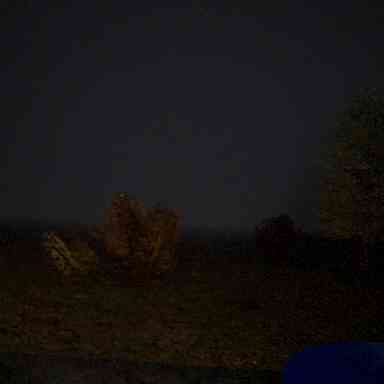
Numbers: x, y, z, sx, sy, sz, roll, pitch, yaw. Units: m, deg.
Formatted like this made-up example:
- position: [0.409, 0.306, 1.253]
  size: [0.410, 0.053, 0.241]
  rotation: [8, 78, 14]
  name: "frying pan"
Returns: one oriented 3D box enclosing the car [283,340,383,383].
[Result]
- position: [3.281, 1.845, 2.706]
  size: [5.008, 1.535, 1.882]
  rotation: [3, -4, 3]
  name: "car"
